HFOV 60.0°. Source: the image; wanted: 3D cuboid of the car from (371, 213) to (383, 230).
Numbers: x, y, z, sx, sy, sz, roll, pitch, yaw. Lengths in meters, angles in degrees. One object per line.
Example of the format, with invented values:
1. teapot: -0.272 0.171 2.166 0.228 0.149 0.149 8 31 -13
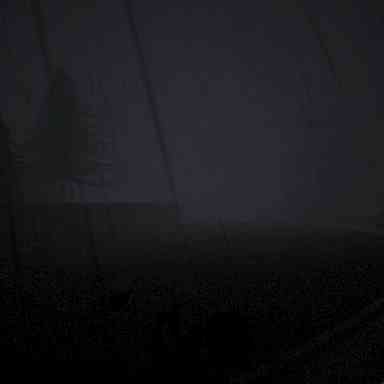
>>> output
1. car: 14.513 1.886 23.388 2.097 1.767 4.553 -2 -2 3
